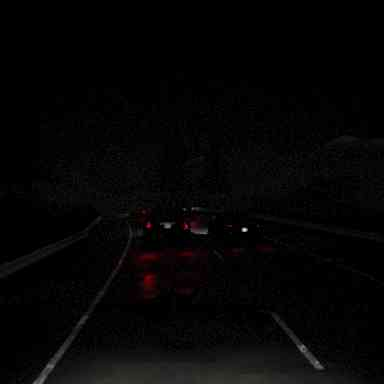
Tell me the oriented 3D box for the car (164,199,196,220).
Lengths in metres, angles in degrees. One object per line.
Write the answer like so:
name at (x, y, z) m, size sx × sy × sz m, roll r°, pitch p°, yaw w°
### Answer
car at (-1.251, 1.632, 32.433) m, size 2.097 × 1.767 × 4.553 m, roll 0°, pitch -1°, yaw -15°

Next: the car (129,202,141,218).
car at (-5.268, 1.779, 33.783) m, size 1.882 × 1.535 × 5.008 m, roll 0°, pitch -1°, yaw -17°

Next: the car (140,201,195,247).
car at (-1.324, 1.494, 16.169) m, size 2.097 × 1.767 × 4.553 m, roll 0°, pitch 0°, yaw -8°

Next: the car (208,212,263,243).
car at (2.088, 1.705, 17.045) m, size 1.994 × 1.385 × 4.181 m, roll 0°, pitch -1°, yaw -8°
